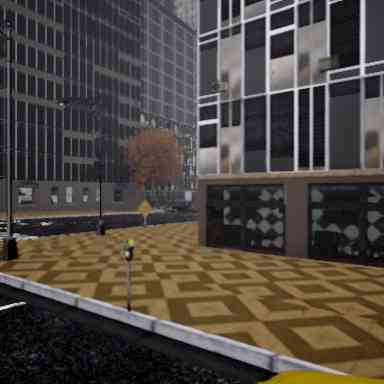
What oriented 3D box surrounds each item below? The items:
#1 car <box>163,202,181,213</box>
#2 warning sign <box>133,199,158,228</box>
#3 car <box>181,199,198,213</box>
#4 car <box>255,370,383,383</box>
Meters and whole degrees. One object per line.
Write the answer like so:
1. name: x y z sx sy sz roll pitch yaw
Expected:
1. car: -2.181 2.199 48.172 1.837 1.490 4.892 0 -1 33
2. warning sign: -3.225 1.444 23.074 1.300 1.860 1.060 1 1 33
3. car: 1.285 1.944 47.545 2.150 2.045 5.566 0 -1 33
4. car: 2.187 1.526 1.160 4.829 1.417 1.752 0 0 35
